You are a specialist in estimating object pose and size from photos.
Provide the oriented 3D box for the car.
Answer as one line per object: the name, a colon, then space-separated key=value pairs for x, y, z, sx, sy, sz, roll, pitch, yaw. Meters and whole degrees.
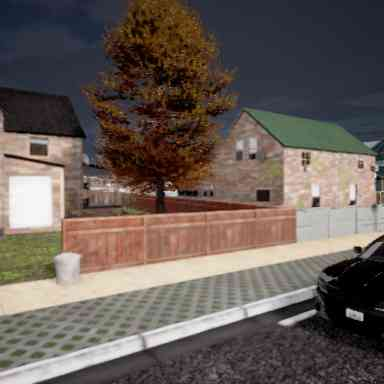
car: x=4.330 y=1.445 z=6.130 sx=5.008 sy=1.535 sz=1.882 roll=0 pitch=0 yaw=-35
